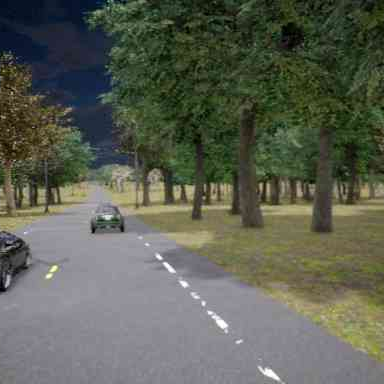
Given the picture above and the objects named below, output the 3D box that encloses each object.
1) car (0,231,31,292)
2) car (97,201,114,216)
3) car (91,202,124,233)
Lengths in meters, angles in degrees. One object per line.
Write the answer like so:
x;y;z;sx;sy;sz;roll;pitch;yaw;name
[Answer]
-5.839;1.794;9.152;1.994;1.385;4.181;-1;-1;-15;car
-11.475;2.131;43.998;2.097;1.767;4.553;-1;-1;-15;car
-5.900;1.738;23.205;2.097;1.767;4.553;-1;-1;-15;car
